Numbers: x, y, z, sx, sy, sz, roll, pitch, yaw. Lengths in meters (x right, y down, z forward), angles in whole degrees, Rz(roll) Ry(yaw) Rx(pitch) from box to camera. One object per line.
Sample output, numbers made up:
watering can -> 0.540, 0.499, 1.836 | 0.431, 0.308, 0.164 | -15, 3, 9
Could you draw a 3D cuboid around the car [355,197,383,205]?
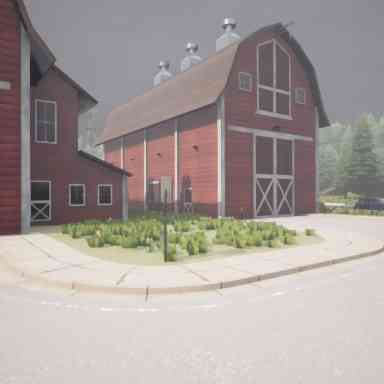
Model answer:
car -> 20.137, 1.388, 36.086 | 2.097, 1.767, 4.553 | 0, 0, -34
